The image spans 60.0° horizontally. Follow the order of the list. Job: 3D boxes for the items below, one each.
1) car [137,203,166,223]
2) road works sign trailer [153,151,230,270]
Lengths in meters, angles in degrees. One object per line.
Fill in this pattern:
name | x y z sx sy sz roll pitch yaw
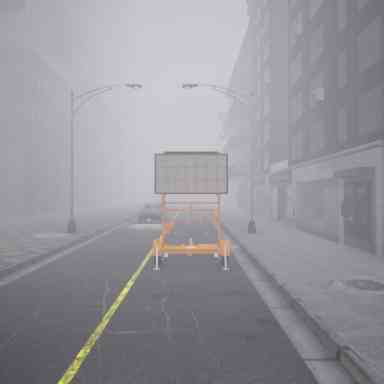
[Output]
car | -3.050 1.562 26.130 2.033 1.411 5.357 0 0 0
road works sign trailer | -0.023 0.467 11.022 2.380 3.560 2.880 0 0 0
